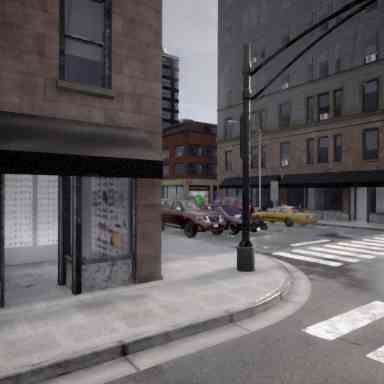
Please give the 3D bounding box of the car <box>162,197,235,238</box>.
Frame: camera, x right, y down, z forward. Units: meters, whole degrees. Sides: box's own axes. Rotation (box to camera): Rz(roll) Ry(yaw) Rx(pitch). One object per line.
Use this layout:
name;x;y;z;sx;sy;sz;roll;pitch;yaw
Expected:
car;-0.323;1.285;17.905;2.192;1.841;5.009;0;0;-36

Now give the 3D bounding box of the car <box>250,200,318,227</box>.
car;6.115;1.529;22.697;1.752;1.417;4.829;0;0;-36

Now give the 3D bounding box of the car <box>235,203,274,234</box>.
car;1.795;1.528;19.245;2.033;1.411;5.357;0;0;-38

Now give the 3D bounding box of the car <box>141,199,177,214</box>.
car;-3.682;1.530;36.427;1.887;1.381;4.507;0;0;-36

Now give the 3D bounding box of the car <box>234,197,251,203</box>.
car;2.916;1.313;27.182;2.192;1.841;5.009;0;0;-36
